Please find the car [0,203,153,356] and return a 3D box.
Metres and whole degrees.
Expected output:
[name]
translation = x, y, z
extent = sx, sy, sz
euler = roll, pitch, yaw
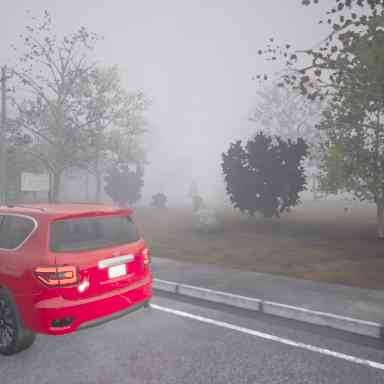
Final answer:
[car]
translation = -3.250, 1.221, 6.298
extent = 5.566, 2.045, 2.150
euler = 0, 0, 35
